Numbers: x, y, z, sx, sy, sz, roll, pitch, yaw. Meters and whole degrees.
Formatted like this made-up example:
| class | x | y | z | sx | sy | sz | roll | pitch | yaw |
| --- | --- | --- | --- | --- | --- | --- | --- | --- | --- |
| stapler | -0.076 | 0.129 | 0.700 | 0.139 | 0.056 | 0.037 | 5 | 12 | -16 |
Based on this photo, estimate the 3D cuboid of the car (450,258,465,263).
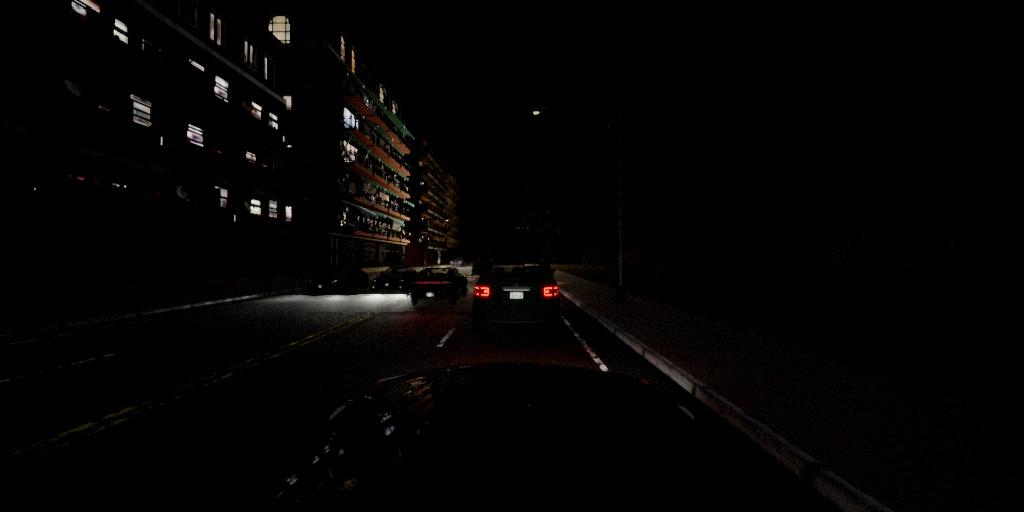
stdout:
| class | x | y | z | sx | sy | sz | roll | pitch | yaw |
| --- | --- | --- | --- | --- | --- | --- | --- | --- | --- |
| car | -9.641 | 1.100 | 63.365 | 2.097 | 1.767 | 4.553 | 0 | 0 | 1 |

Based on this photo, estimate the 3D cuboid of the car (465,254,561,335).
| class | x | y | z | sx | sy | sz | roll | pitch | yaw |
| --- | --- | --- | --- | --- | --- | --- | --- | --- | --- |
| car | 0.118 | 0.973 | 10.673 | 2.150 | 2.045 | 5.566 | 0 | 0 | 0 |

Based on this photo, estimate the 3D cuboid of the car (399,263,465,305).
| class | x | y | z | sx | sy | sz | roll | pitch | yaw |
| --- | --- | --- | --- | --- | --- | --- | --- | --- | --- |
| car | -3.113 | 1.242 | 16.054 | 2.128 | 1.511 | 4.902 | 0 | 0 | 0 |

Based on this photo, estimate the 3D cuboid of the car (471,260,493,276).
| class | x | y | z | sx | sy | sz | roll | pitch | yaw |
| --- | --- | --- | --- | --- | --- | --- | --- | --- | --- |
| car | -3.051 | 1.228 | 37.702 | 1.882 | 1.535 | 5.008 | 0 | 0 | 0 |

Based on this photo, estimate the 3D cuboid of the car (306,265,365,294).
| class | x | y | z | sx | sy | sz | roll | pitch | yaw |
| --- | --- | --- | --- | --- | --- | --- | --- | --- | --- |
| car | -9.786 | 1.277 | 20.603 | 1.812 | 1.442 | 4.674 | 0 | 0 | 0 |

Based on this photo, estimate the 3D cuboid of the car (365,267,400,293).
| class | x | y | z | sx | sy | sz | roll | pitch | yaw |
| --- | --- | --- | --- | --- | --- | --- | --- | --- | --- |
| car | -6.549 | 1.315 | 20.762 | 1.994 | 1.385 | 4.181 | 0 | 0 | 0 |

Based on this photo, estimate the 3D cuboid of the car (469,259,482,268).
| class | x | y | z | sx | sy | sz | roll | pitch | yaw |
| --- | --- | --- | --- | --- | --- | --- | --- | --- | --- |
| car | -6.389 | 1.273 | 63.599 | 1.812 | 1.442 | 4.674 | 0 | 0 | 1 |
